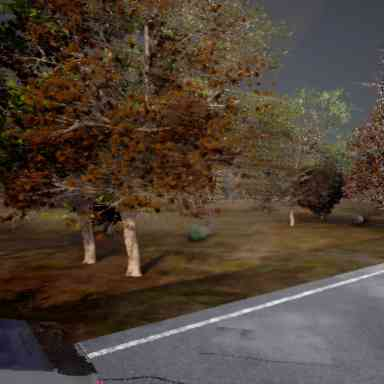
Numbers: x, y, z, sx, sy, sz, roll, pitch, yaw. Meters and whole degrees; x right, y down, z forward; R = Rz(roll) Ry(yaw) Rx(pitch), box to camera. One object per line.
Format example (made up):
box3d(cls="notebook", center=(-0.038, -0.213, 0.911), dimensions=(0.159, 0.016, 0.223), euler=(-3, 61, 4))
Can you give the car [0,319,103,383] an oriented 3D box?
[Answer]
box3d(cls="car", center=(-2.612, 1.564, 1.822), dimensions=(4.181, 1.385, 1.994), euler=(0, 0, -36))
